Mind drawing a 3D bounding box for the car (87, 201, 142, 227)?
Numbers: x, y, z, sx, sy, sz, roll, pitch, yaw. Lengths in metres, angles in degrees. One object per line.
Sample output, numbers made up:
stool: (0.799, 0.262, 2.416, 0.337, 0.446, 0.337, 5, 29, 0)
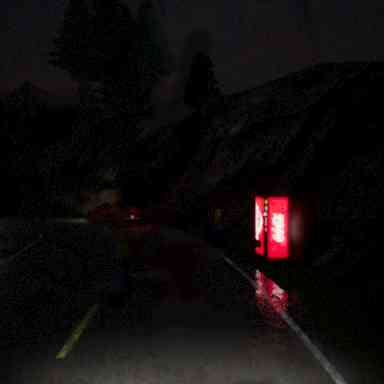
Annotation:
car: (-5.256, 1.363, 22.165, 1.882, 1.535, 5.008, 0, 0, -41)

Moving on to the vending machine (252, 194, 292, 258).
vending machine: (2.781, 1.135, 11.592, 1.100, 2.100, 0.880, 0, 0, -10)

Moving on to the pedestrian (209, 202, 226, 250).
pedestrian: (0.939, 1.230, 12.391, 0.375, 1.860, 0.375, 0, 0, -11)
